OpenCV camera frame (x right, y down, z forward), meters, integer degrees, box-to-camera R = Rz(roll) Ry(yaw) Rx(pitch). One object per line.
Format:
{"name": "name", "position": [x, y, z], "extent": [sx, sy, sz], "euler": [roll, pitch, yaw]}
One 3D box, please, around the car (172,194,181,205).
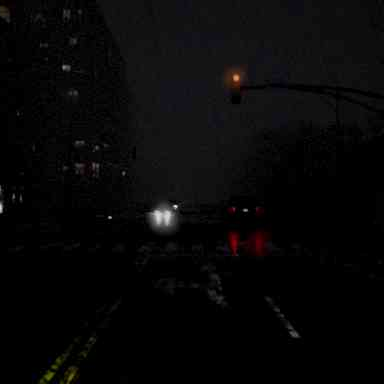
{"name": "car", "position": [-3.420, 1.587, 57.520], "extent": [1.994, 1.385, 4.181], "euler": [0, 0, 0]}

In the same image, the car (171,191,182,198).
{"name": "car", "position": [-3.367, 0.877, 73.000], "extent": [2.150, 2.045, 5.566], "euler": [0, 0, 0]}

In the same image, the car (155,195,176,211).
{"name": "car", "position": [-3.413, 1.502, 40.756], "extent": [2.128, 1.511, 4.902], "euler": [0, 0, 0]}

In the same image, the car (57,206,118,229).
{"name": "car", "position": [-7.064, 1.638, 22.344], "extent": [4.181, 1.385, 1.994], "euler": [-1, 0, 29]}

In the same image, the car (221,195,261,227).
{"name": "car", "position": [3.304, 1.228, 23.213], "extent": [2.150, 2.045, 5.566], "euler": [0, 0, 0]}
